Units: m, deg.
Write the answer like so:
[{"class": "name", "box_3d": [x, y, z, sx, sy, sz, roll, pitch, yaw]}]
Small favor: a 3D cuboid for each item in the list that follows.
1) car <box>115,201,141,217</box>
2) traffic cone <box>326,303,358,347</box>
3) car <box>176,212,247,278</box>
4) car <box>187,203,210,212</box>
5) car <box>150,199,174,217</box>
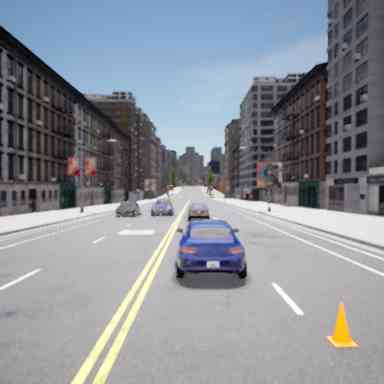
[{"class": "car", "box_3d": [-6.139, 1.623, 32.322, 1.837, 1.490, 4.892, 0, 0, 0]}, {"class": "traffic cone", "box_3d": [2.265, 1.974, 5.036, 0.340, 0.580, 0.340, 0, 0, 0]}, {"class": "car", "box_3d": [0.507, 1.559, 10.166, 1.812, 1.442, 4.674, 0, 0, 0]}, {"class": "car", "box_3d": [0.545, 1.655, 28.373, 2.033, 1.411, 5.357, 0, 0, 0]}, {"class": "car", "box_3d": [-2.886, 1.478, 33.117, 2.097, 1.767, 4.553, 0, 0, 0]}]
